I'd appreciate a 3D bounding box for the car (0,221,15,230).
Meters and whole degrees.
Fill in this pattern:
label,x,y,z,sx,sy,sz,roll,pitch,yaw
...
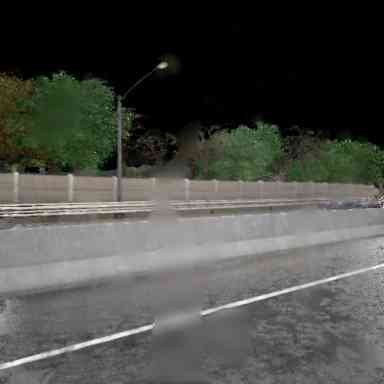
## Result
label,x,y,z,sx,sy,sz,roll,pitch,yaw
car,-8.427,1.490,10.875,4.902,1.511,2.128,0,0,-35

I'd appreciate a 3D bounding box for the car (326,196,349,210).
label,x,y,z,sx,sy,sz,roll,pitch,yaw
car,18.979,1.328,42.210,4.553,1.767,2.097,0,0,-38

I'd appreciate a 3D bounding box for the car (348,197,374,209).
label,x,y,z,sx,sy,sz,roll,pitch,yaw
car,21.272,1.541,40.336,4.181,1.385,1.994,0,0,-35

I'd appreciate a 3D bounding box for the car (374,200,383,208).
label,x,y,z,sx,sy,sz,roll,pitch,yaw
car,7.524,1.212,9.096,5.566,2.045,2.150,0,0,-35

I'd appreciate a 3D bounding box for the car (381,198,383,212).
label,x,y,z,sx,sy,sz,roll,pitch,yaw
car,23.805,1.456,37.938,5.008,1.535,1.882,0,0,-35
